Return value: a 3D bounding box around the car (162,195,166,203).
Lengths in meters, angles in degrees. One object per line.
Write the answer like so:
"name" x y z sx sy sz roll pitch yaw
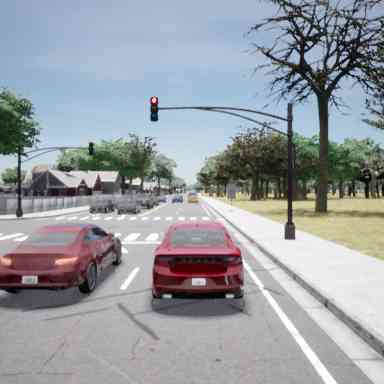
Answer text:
"car" -6.341 1.435 68.365 1.882 1.535 5.008 0 0 0

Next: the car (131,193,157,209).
"car" -6.487 1.202 44.710 2.150 2.045 5.566 0 0 1

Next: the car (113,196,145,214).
"car" -6.513 1.491 34.859 1.837 1.490 4.892 0 0 0

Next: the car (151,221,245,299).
"car" 0.118 1.475 8.495 1.882 1.535 5.008 0 0 0

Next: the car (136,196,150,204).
"car" -9.620 1.507 66.008 2.033 1.411 5.357 0 0 0

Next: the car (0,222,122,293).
"car" -3.129 1.523 8.707 1.812 1.442 4.674 0 0 0

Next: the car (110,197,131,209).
"car" -9.736 1.506 45.503 1.812 1.442 4.674 0 0 1

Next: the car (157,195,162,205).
"car" -6.459 1.476 54.738 1.837 1.490 4.892 0 0 0

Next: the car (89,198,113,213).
"car" -9.759 1.490 36.370 1.837 1.490 4.892 0 0 0

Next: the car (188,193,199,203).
"car" 0.256 1.437 65.923 1.882 1.535 5.008 0 0 0

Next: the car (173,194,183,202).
"car" -3.067 1.304 76.296 2.097 1.767 4.553 0 0 0

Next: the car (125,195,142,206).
"car" -9.707 1.323 55.388 2.097 1.767 4.553 0 0 0

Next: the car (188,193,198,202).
"car" 0.183 1.174 76.324 2.150 2.045 5.566 0 0 0

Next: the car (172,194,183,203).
"car" -2.989 1.485 66.330 1.812 1.442 4.674 0 0 0
